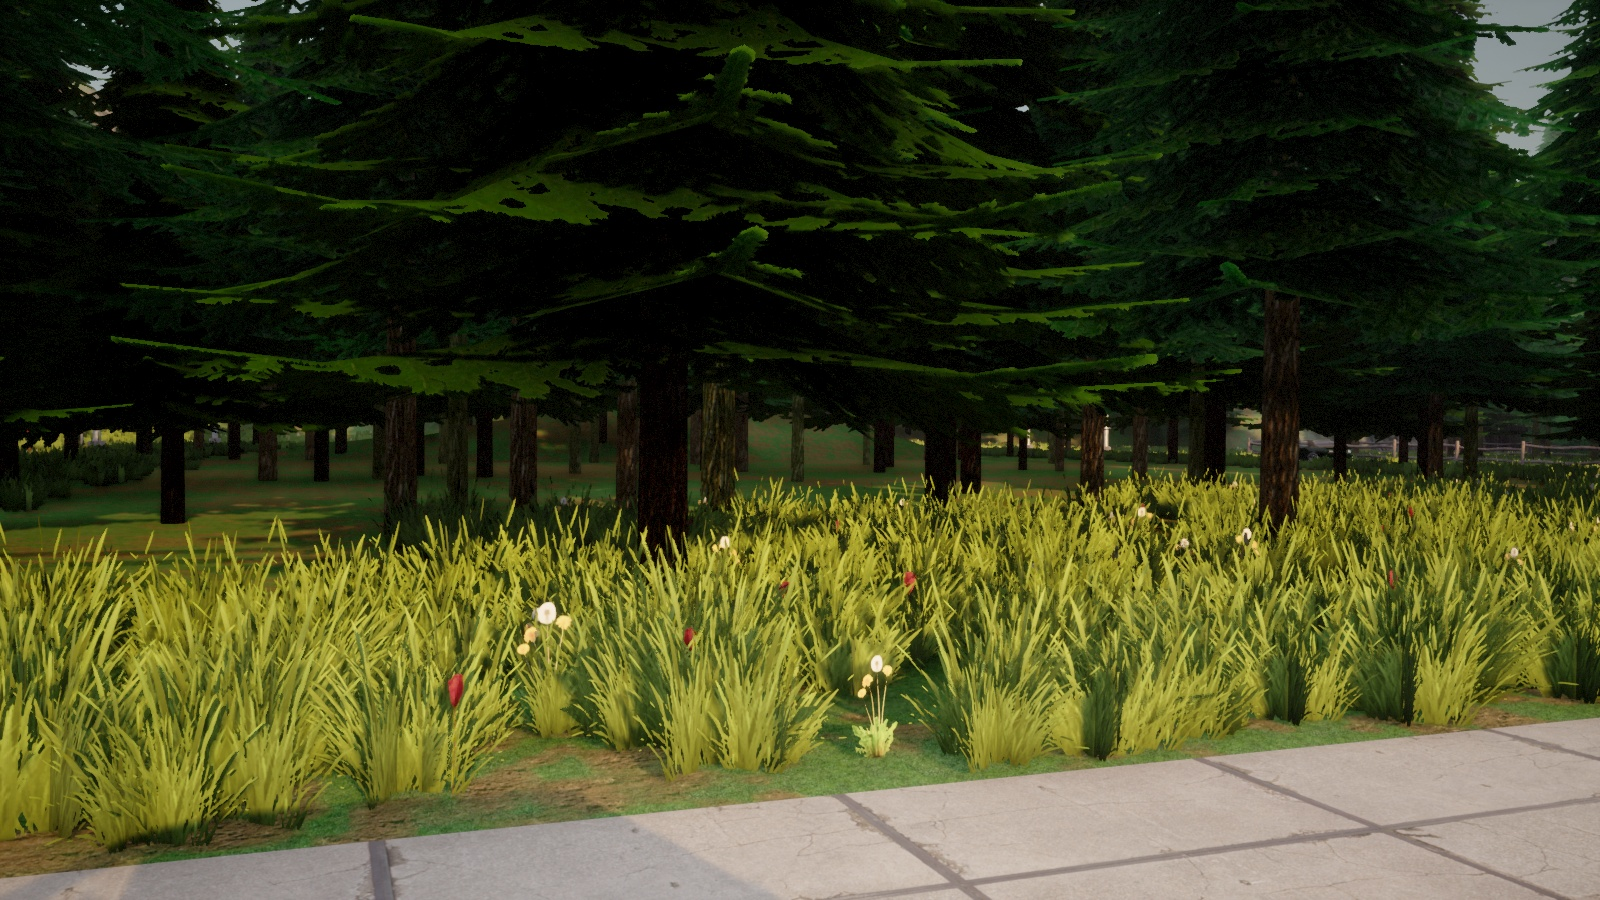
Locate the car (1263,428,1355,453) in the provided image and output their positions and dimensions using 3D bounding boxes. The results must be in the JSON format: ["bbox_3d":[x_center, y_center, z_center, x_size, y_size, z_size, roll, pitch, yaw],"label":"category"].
[{"bbox_3d":[27.175,-0.516,67.230,1.895,1.301,4.718,-1,1,-20],"label":"car"}]
